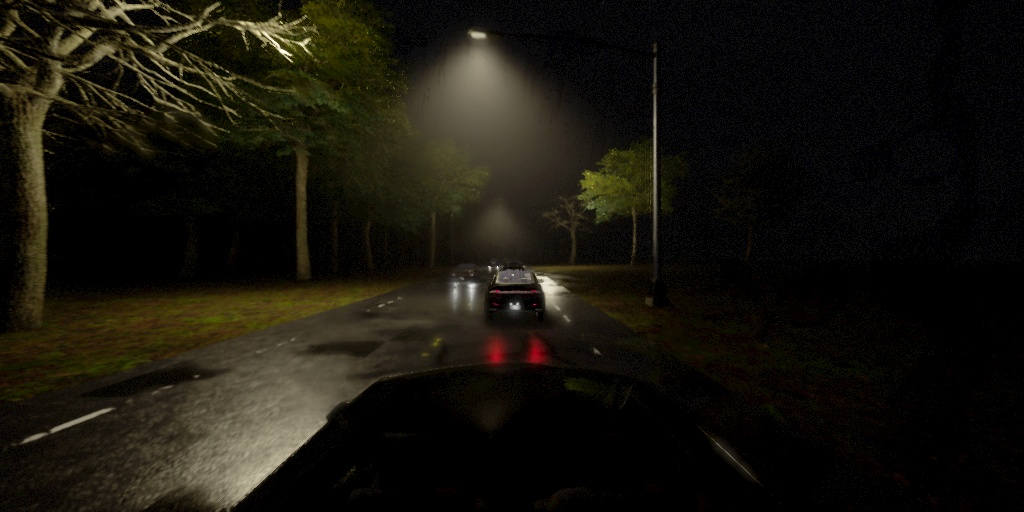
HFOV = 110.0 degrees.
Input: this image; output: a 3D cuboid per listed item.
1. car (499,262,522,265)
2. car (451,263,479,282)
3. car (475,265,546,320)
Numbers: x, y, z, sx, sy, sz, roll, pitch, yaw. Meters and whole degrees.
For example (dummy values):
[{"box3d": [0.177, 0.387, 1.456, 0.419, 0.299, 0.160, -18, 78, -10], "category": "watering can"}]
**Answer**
[{"box3d": [0.104, 1.239, 30.937, 1.837, 1.490, 4.892, 0, 0, 0], "category": "car"}, {"box3d": [-3.596, 1.284, 28.823, 2.033, 1.411, 5.357, 0, 0, 0], "category": "car"}, {"box3d": [0.102, 1.242, 12.568, 2.128, 1.511, 4.902, 0, 0, 0], "category": "car"}]
